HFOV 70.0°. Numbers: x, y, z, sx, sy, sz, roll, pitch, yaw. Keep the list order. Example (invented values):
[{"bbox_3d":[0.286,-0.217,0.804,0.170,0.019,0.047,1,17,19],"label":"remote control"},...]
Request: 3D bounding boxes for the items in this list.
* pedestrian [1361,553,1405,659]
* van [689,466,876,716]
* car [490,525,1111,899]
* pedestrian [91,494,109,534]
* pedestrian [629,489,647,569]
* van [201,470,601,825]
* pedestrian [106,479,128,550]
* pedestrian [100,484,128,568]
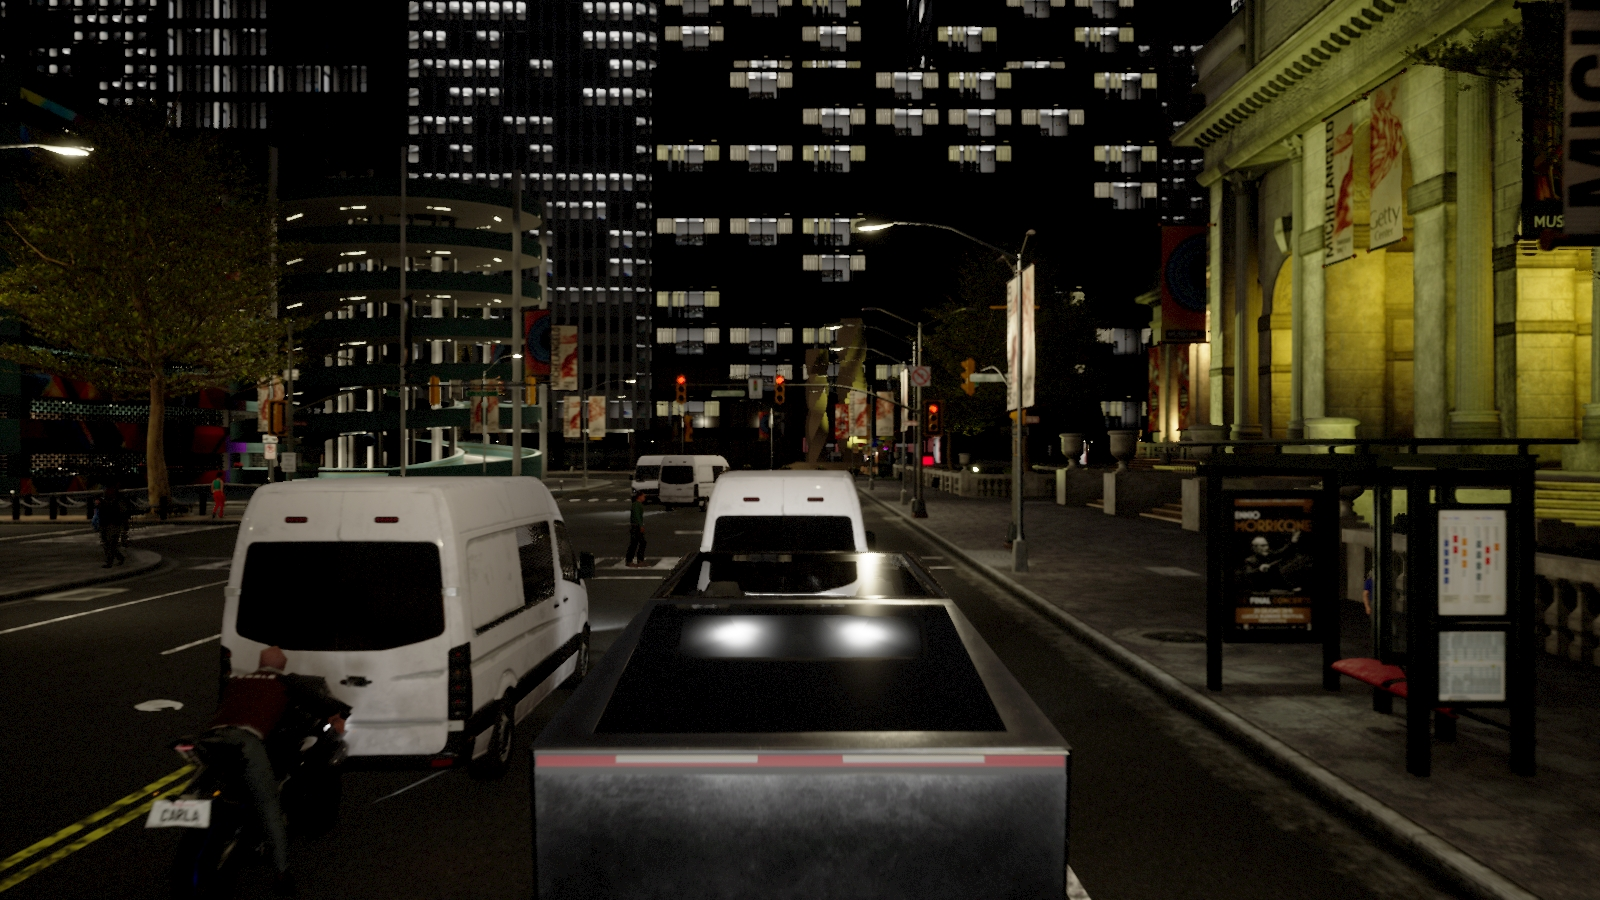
[{"bbox_3d":[7.423,1.978,14.565,0.375,1.300,0.375,0,0,2],"label":"pedestrian"},{"bbox_3d":[-0.109,1.534,15.090,1.988,2.561,5.915,0,0,2],"label":"van"},{"bbox_3d":[0.000,1.754,7.531,2.390,2.098,6.274,0,0,0],"label":"car"},{"bbox_3d":[-23.348,2.129,38.089,0.375,1.300,0.375,0,0,-1],"label":"pedestrian"},{"bbox_3d":[-3.814,1.849,26.901,0.375,1.860,0.375,0,0,-1],"label":"pedestrian"},{"bbox_3d":[-3.514,1.534,11.545,1.988,2.561,5.915,0,0,0],"label":"van"},{"bbox_3d":[-18.133,1.696,30.352,0.375,1.860,0.375,0,0,34],"label":"pedestrian"},{"bbox_3d":[-15.336,1.697,25.541,0.375,1.860,0.375,0,0,8],"label":"pedestrian"}]
